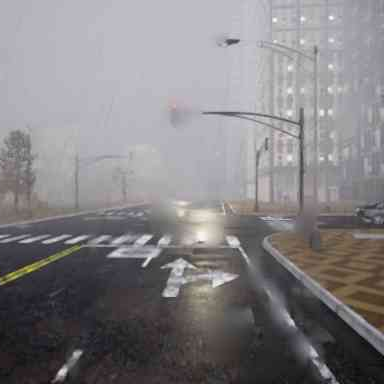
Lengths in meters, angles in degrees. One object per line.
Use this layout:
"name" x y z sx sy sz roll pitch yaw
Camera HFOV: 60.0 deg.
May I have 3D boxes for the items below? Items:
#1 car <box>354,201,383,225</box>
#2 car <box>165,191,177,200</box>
"car" 13.208 1.314 21.673 4.902 1.511 2.128 0 0 5
"car" -4.665 0.694 75.546 2.150 2.045 5.566 0 0 5
